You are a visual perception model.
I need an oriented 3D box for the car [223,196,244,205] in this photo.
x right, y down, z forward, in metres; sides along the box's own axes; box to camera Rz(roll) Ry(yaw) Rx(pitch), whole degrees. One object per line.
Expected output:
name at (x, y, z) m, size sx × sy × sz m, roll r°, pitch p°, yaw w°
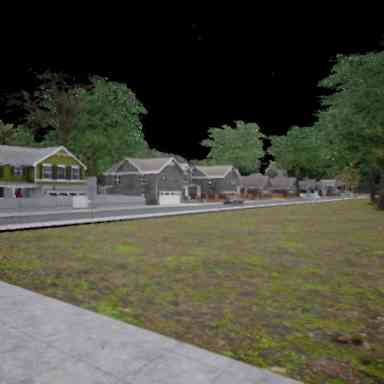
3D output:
car at (6.550, 1.346, 52.193) m, size 1.994 × 1.385 × 4.181 m, roll 0°, pitch 0°, yaw 35°
